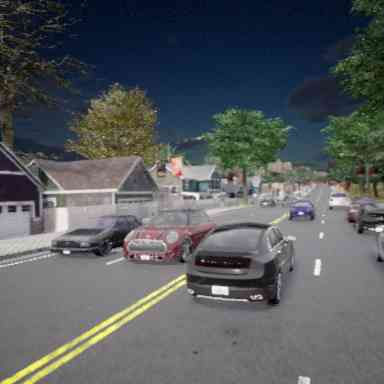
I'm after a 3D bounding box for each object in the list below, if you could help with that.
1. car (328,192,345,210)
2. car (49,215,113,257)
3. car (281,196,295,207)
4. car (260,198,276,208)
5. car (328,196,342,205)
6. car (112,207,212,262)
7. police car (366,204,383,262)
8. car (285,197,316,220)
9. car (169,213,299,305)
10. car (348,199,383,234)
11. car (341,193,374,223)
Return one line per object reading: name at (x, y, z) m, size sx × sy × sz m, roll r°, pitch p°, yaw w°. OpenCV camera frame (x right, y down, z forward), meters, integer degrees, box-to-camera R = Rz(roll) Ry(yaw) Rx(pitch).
car at (17.600, 1.048, 39.940) m, size 2.150 × 2.045 × 5.566 m, roll -2°, pitch -1°, yaw 22°
car at (-3.433, 1.713, 14.163) m, size 2.033 × 1.411 × 5.357 m, roll -2°, pitch 0°, yaw 22°
car at (15.027, 1.409, 51.087) m, size 2.097 × 1.767 × 4.553 m, roll -2°, pitch -1°, yaw 22°
car at (11.838, 1.633, 51.863) m, size 2.128 × 1.511 × 4.902 m, roll -2°, pitch -1°, yaw 22°
car at (25.282, 1.522, 58.906) m, size 2.033 × 1.411 × 5.357 m, roll -2°, pitch -1°, yaw 22°
car at (-0.634, 1.432, 12.431) m, size 2.097 × 1.767 × 4.553 m, roll -2°, pitch 0°, yaw 22°
police car at (5.952, 1.304, 8.512) m, size 1.930 × 1.638 × 5.238 m, roll -2°, pitch 0°, yaw 22°
car at (8.982, 1.425, 27.002) m, size 1.812 × 1.442 × 4.674 m, roll -2°, pitch -1°, yaw 22°
car at (1.403, 1.510, 8.252) m, size 1.837 × 1.490 × 4.892 m, roll -2°, pitch 0°, yaw 22°
car at (9.660, 1.323, 17.682) m, size 1.837 × 1.490 × 4.892 m, roll -2°, pitch 0°, yaw 22°
car at (11.893, 1.144, 23.220) m, size 2.097 × 1.767 × 4.553 m, roll -2°, pitch 0°, yaw 22°
